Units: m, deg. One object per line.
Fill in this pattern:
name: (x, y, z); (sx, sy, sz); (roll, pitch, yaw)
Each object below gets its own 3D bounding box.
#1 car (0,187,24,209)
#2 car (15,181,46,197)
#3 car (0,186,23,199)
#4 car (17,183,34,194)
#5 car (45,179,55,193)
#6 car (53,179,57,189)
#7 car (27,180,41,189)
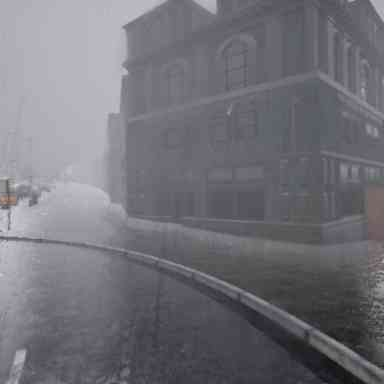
car: (-19.992, 0.733, 35.418); (2.097, 1.767, 4.553); (-1, 4, -12)
car: (-22.710, -0.146, 46.655); (2.150, 2.045, 5.566); (-1, 4, -12)
car: (-26.236, 0.040, 48.401); (1.812, 1.442, 4.674); (-1, 4, -15)
car: (-28.947, -0.633, 57.891); (1.882, 1.535, 5.008); (-1, 4, -17)
car: (-26.048, -0.804, 58.661); (2.097, 1.767, 4.553); (-1, 4, -17)
car: (-29.099, -1.714, 68.321); (2.150, 2.045, 5.566); (-1, 4, -19)
car: (-32.063, -1.539, 67.730); (2.097, 1.767, 4.553); (-1, 4, -19)
